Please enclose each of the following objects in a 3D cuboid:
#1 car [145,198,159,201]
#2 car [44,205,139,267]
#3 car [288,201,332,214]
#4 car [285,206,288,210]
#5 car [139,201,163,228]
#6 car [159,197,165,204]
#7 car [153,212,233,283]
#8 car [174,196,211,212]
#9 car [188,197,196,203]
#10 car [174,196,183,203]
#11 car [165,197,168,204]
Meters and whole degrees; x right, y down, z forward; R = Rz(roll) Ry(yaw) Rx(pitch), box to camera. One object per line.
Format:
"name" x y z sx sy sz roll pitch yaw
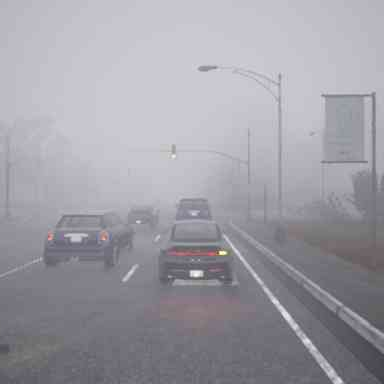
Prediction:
"car" -7.092 1.899 55.222 1.812 1.442 4.674 0 0 0
"car" -3.402 1.432 11.884 2.097 1.767 4.553 0 0 0
"car" 14.047 1.765 38.197 4.892 1.490 1.837 0 0 3
"car" 14.449 1.831 41.681 5.357 1.411 2.033 0 0 3
"car" -3.404 1.665 23.562 1.837 1.490 4.892 0 0 0
"car" -7.044 1.987 64.948 2.033 1.411 5.357 0 0 1
"car" 0.098 1.574 9.872 1.837 1.490 4.892 0 0 0
"car" 0.096 1.369 21.539 2.150 2.045 5.566 0 0 0
"car" -0.010 2.050 85.447 1.882 1.535 5.008 0 0 0
"car" -3.510 1.948 87.663 2.097 1.767 4.553 0 0 0
"car" -7.009 1.983 74.726 1.882 1.535 5.008 0 0 0
